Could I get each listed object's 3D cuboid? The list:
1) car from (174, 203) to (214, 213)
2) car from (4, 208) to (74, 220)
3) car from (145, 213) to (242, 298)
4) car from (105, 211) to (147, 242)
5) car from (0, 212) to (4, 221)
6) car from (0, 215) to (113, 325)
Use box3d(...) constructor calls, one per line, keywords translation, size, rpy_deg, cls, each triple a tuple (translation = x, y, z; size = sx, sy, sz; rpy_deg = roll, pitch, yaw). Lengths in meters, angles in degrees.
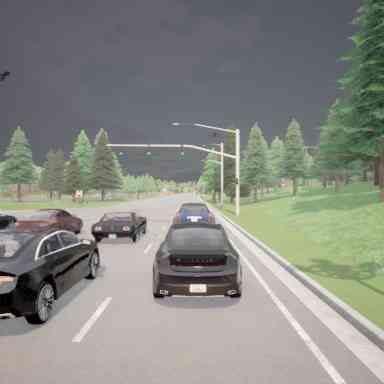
box3d(translation=(0.110, 1.351, 17.932), size=(2.097, 1.767, 4.553), rpy_deg=(0, 0, 0), cls="car")
box3d(translation=(-6.891, 1.525, 16.315), size=(1.812, 1.442, 4.674), rpy_deg=(0, 0, 0), cls="car")
box3d(translation=(0.105, 1.505, 8.477), size=(1.837, 1.490, 4.892), rpy_deg=(0, 0, 0), cls="car")
box3d(translation=(-3.391, 1.601, 16.450), size=(1.895, 1.301, 4.718), rpy_deg=(0, 0, 0), cls="car")
box3d(translation=(-10.391, 1.492, 16.120), size=(2.128, 1.511, 4.902), rpy_deg=(0, 0, 0), cls="car")
box3d(translation=(-3.396, 1.491, 7.090), size=(2.128, 1.511, 4.902), rpy_deg=(0, 0, 0), cls="car")
